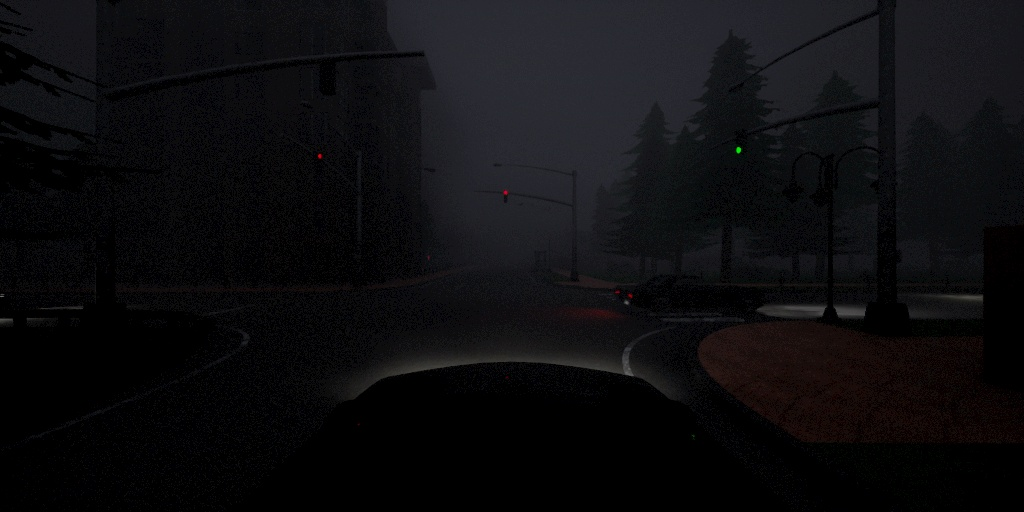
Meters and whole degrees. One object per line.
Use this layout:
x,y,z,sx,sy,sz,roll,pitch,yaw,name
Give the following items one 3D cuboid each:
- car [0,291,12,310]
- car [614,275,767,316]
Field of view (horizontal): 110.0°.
-20.343,1.337,12.237,4.674,1.442,1.812,1,0,-1,car
6.261,1.343,12.786,4.718,1.301,1.895,0,0,-2,car
